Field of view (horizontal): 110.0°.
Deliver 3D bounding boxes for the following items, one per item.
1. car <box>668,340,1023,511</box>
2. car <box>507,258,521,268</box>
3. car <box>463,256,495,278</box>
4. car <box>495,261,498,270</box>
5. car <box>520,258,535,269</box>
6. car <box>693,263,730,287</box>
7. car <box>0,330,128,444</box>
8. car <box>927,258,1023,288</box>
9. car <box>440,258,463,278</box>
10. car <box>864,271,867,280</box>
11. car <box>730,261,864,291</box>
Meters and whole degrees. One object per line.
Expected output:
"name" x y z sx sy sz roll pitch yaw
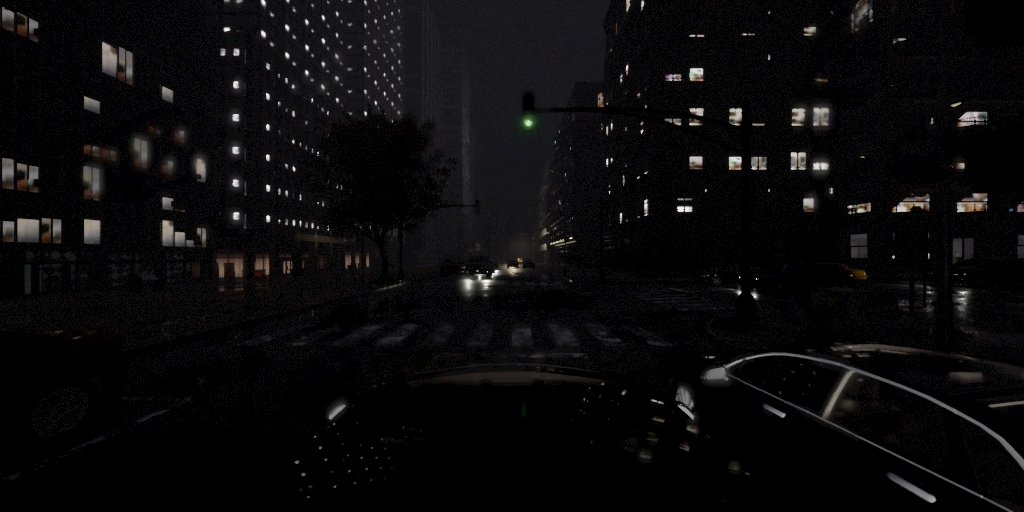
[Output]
"car" 2.689 1.301 2.566 2.007 1.370 4.403 0 0 0
"car" 0.138 1.289 61.095 2.128 1.511 4.902 0 0 0
"car" -3.078 0.992 34.584 2.150 2.045 5.566 0 0 0
"car" -3.072 1.305 44.465 1.812 1.442 4.674 0 0 0
"car" 2.727 1.359 57.044 1.948 1.339 4.313 0 0 0
"car" 13.448 1.099 21.975 4.403 1.370 2.007 0 0 -1
"car" -5.691 1.295 2.572 1.888 1.381 4.507 0 0 0
"car" 25.684 0.885 19.499 4.892 1.490 1.837 -1 0 0
"car" -5.669 1.085 34.959 2.192 1.841 5.009 0 0 0
"car" 18.845 0.996 22.026 4.829 1.417 1.751 0 0 -1
"car" 15.266 1.071 19.403 5.357 1.411 2.033 -1 0 -1
